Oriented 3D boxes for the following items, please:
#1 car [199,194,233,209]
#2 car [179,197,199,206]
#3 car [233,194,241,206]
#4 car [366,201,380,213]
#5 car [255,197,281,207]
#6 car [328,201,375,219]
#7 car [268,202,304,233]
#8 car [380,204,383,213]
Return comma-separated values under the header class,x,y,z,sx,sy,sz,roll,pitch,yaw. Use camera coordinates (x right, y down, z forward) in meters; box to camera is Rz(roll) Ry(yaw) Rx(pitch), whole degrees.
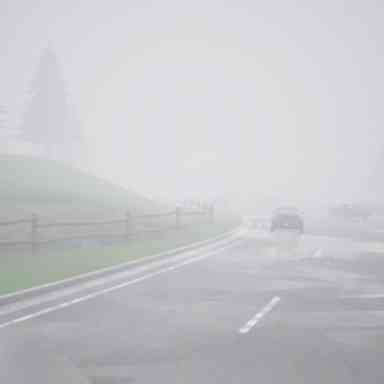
class,x,y,z,sx,sy,sz,roll,pitch,yaw
car,3.336,1.474,47.213,2.097,1.767,4.553,0,0,-24
car,-0.265,1.609,59.009,2.128,1.511,4.902,1,0,-40
car,5.911,1.373,56.914,2.150,2.045,5.566,1,-1,-38
car,20.663,1.778,39.759,2.033,1.411,5.357,1,0,-14
car,12.084,1.550,53.077,2.097,1.767,4.553,0,0,-25
car,14.263,1.766,30.457,1.895,1.301,4.718,0,0,0
car,5.792,1.608,20.310,1.812,1.442,4.674,1,0,16
car,17.430,1.685,26.766,1.837,1.490,4.892,1,0,6
